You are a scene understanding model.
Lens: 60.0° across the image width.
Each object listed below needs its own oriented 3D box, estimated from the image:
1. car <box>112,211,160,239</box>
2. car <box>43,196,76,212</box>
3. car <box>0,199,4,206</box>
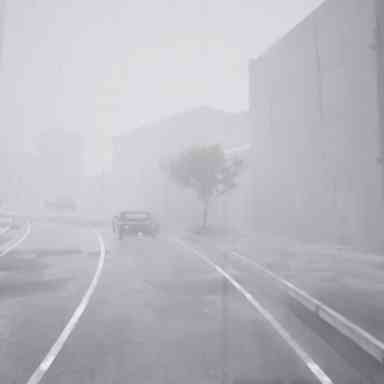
[{"bbox_3d":[-3.147,1.656,17.653,1.895,1.301,4.718,1,0,-19],"label":"car"},{"bbox_3d":[-14.246,1.161,35.688,2.097,1.767,4.553,3,-1,-42],"label":"car"},{"bbox_3d":[-24.560,0.947,39.938,4.718,1.301,1.895,2,-2,35],"label":"car"}]
